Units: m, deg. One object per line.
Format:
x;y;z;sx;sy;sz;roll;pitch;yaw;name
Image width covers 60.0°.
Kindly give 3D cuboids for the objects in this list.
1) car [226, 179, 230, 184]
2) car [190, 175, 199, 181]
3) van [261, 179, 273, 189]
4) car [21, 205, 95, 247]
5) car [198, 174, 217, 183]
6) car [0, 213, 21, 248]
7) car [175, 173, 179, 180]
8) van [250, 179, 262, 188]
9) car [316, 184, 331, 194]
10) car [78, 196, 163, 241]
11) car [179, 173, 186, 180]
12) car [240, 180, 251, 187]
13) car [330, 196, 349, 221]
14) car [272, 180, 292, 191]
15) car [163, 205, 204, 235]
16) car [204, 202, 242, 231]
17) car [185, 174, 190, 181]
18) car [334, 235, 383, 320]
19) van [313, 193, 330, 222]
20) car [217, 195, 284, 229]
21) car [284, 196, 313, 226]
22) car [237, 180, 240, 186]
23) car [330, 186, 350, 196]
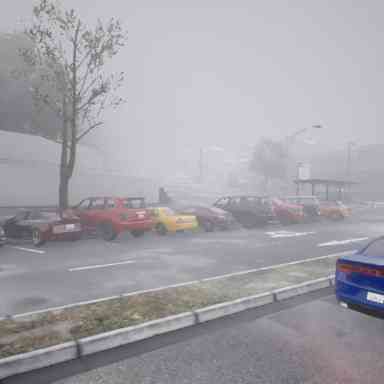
9.670;-2.317;77.993;2.002;1.452;4.674;7;3;35;car
2.724;-3.699;87.770;2.435;2.045;5.566;7;3;34;car
16.536;-1.491;68.001;1.878;1.987;4.442;7;4;35;van
-7.010;1.524;15.230;4.792;1.488;2.163;-1;-1;35;car
4.572;-3.176;85.509;1.946;1.575;5.366;7;3;34;car
-9.432;1.493;13.486;4.892;1.521;2.231;-1;-1;35;car
-2.564;-4.362;95.060;2.435;2.045;5.566;1;-1;34;car
14.809;-1.764;70.474;1.878;1.987;4.442;7;4;35;van
23.496;-0.426;58.245;2.435;2.045;5.566;7;3;35;car
-4.563;1.247;16.972;5.566;2.045;2.435;-1;-1;35;car
-0.795;-4.085;92.710;2.185;1.767;4.553;4;1;34;car
13.238;-1.812;73.207;1.946;1.575;5.366;7;3;35;car
10.262;1.403;27.294;4.553;1.767;2.185;-1;-1;35;car
18.293;-0.992;65.636;2.231;1.521;4.892;7;3;35;car
-2.242;1.502;18.797;5.366;1.575;1.946;-1;-1;35;car
0.366;1.548;20.422;4.674;1.452;2.002;-1;-1;35;car
0.932;-3.850;90.238;2.185;1.767;4.553;6;3;34;car
4.864;1.487;6.585;5.008;1.535;1.882;0;0;-35;car
7.851;1.296;25.546;4.442;1.987;1.878;-1;-1;35;van
2.796;1.262;22.177;5.566;2.045;2.435;-1;-1;35;car
5.311;1.267;23.879;5.566;2.045;2.435;-1;-1;35;car
11.409;-2.044;75.529;2.002;1.452;4.674;7;4;35;car
25.184;0.136;55.771;2.002;1.452;4.674;7;3;35;car
